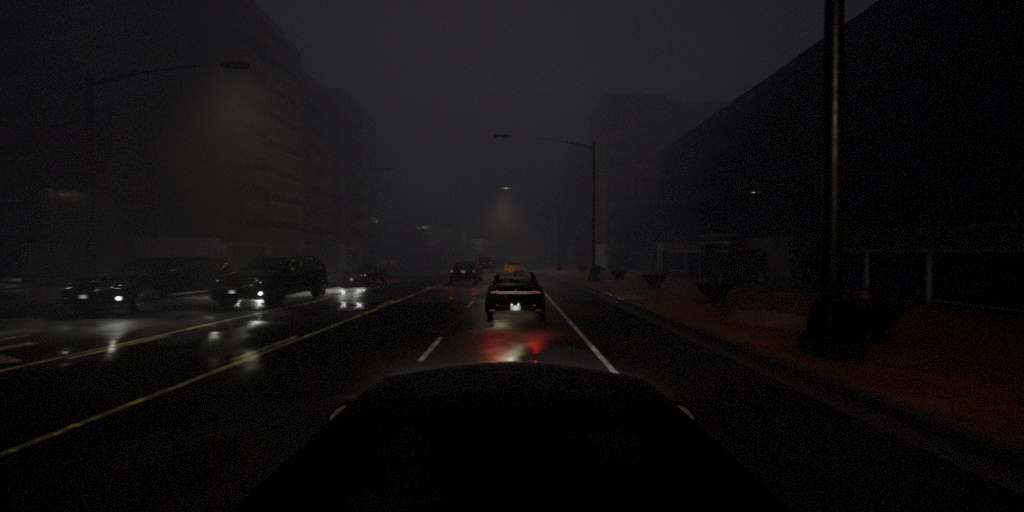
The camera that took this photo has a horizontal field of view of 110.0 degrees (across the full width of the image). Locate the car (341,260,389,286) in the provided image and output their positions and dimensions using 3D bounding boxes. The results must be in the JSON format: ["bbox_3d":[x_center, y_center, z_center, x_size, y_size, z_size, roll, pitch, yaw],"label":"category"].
[{"bbox_3d":[-10.493,1.281,25.944,2.128,1.511,4.902,0,0,0],"label":"car"}]

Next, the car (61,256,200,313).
[{"bbox_3d":[-14.003,0.997,14.483,2.150,2.045,5.566,0,-1,0],"label":"car"}]

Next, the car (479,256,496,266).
[{"bbox_3d":[-3.367,1.019,46.226,2.150,2.045,5.566,0,0,0],"label":"car"}]

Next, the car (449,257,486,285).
[{"bbox_3d":[-3.395,1.141,27.037,2.097,1.767,4.553,0,0,0],"label":"car"}]

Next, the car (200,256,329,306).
[{"bbox_3d":[-10.487,0.997,16.191,2.150,2.045,5.566,0,0,0],"label":"car"}]

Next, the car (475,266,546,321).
[{"bbox_3d":[0.106,1.257,12.549,2.128,1.511,4.902,0,0,0],"label":"car"}]

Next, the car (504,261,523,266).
[{"bbox_3d":[0.132,1.286,38.441,1.882,1.535,5.008,0,0,0],"label":"car"}]
